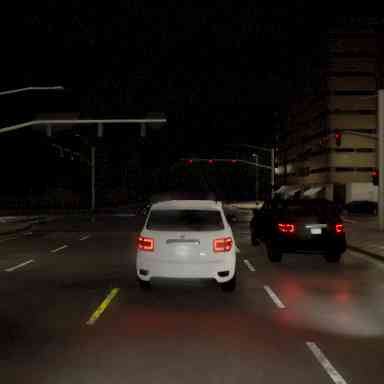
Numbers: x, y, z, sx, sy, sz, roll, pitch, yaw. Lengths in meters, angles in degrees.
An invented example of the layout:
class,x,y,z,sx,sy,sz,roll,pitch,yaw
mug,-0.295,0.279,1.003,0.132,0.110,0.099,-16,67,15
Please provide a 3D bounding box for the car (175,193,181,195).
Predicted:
class,x,y,z,sx,sy,sz,roll,pitch,yaw
car,-3.297,1.352,51.962,2.097,1.767,4.553,0,0,3

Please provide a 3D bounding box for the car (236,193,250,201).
class,x,y,z,sx,sy,sz,roll,pitch,yaw
car,13.140,1.225,80.799,5.566,2.045,2.150,0,0,-41

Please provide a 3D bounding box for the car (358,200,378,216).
class,x,y,z,sx,sy,sz,roll,pitch,yaw
car,16.490,1.533,33.232,5.008,1.535,1.882,0,0,0

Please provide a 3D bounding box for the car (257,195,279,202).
class,x,y,z,sx,sy,sz,roll,pitch,yaw
car,18.268,1.540,80.287,5.357,1.411,2.033,0,0,-33

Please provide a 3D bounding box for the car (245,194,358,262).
class,x,y,z,sx,sy,sz,roll,pitch,yaw
car,3.588,1.221,12.245,2.150,2.045,5.566,0,0,0

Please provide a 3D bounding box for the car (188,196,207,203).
class,x,y,z,sx,sy,sz,roll,pitch,yaw
car,1.275,1.540,71.528,2.033,1.411,5.357,0,0,27

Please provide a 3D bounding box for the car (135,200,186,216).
class,x,y,z,sx,sy,sz,roll,pitch,yaw
car,-3.100,1.536,33.135,4.892,1.490,1.837,0,0,0

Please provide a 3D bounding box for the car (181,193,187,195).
class,x,y,z,sx,sy,sz,roll,pitch,yaw
car,-2.210,1.221,61.782,2.150,2.045,5.566,0,0,14

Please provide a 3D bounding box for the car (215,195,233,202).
class,x,y,z,sx,sy,sz,roll,pitch,yaw
car,7.850,1.499,80.604,1.837,1.490,4.892,0,0,42

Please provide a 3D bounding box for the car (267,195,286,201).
class,x,y,z,sx,sy,sz,roll,pitch,yaw
car,21.912,1.524,86.309,4.674,1.442,1.812,0,0,-22

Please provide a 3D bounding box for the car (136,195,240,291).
class,x,y,z,sx,sy,sz,roll,pitch,yaw
car,0.024,1.221,9.222,2.150,2.045,5.566,0,0,4
